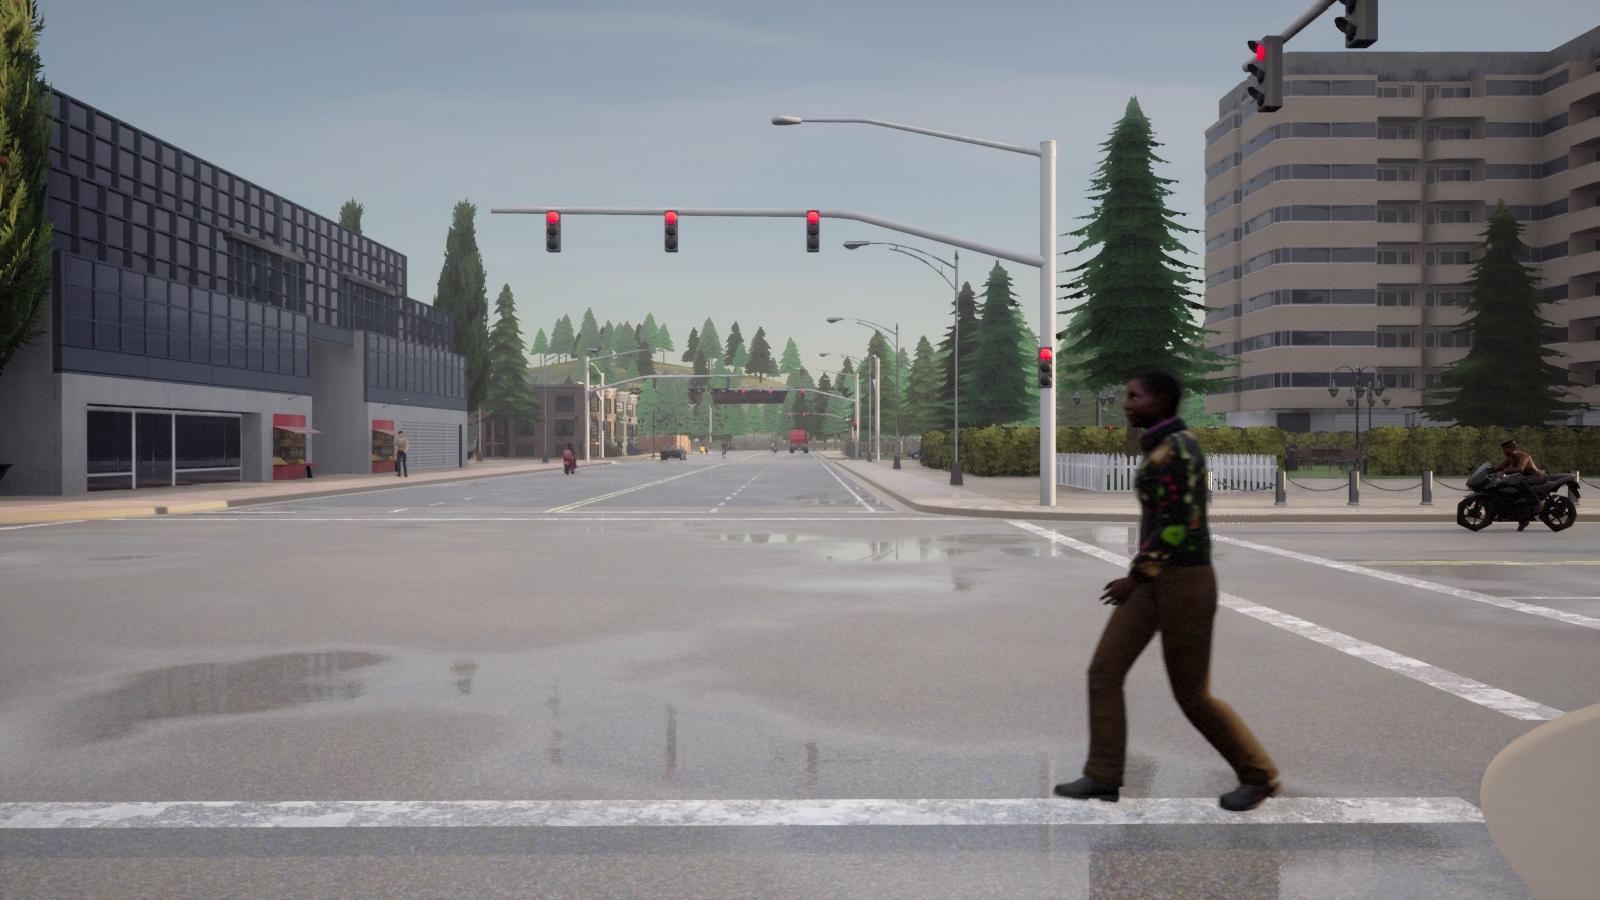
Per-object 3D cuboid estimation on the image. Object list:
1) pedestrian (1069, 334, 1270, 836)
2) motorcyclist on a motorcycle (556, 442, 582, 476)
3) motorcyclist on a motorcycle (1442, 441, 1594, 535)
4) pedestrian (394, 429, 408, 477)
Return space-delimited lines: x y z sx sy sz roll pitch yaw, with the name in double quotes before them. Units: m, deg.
"pedestrian" 1.464 0.518 5.033 0.692 1.930 0.395 0 0 2
"motorcyclist on a motorcycle" -10.668 0.392 58.053 0.797 1.523 2.044 0 0 0
"motorcyclist on a motorcycle" 11.870 0.621 20.800 2.044 1.523 0.797 0 0 0
"pedestrian" -15.536 0.116 48.913 0.345 1.836 0.594 0 0 0
